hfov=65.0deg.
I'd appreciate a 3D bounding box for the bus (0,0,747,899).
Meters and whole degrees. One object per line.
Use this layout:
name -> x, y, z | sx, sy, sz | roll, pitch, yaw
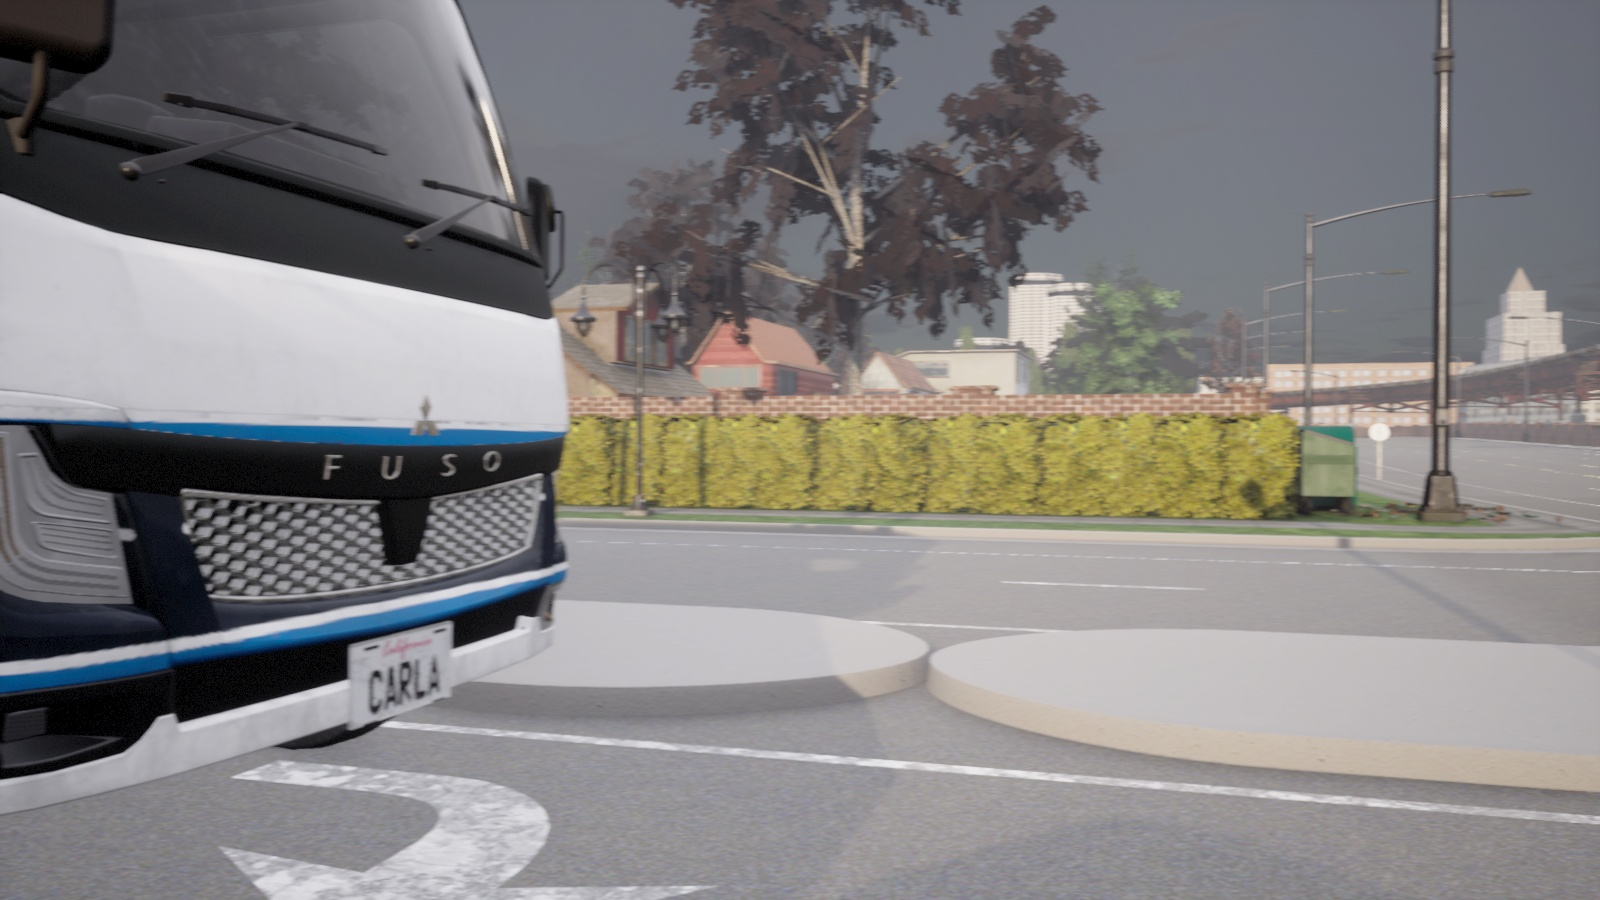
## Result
bus -> -5.740, -0.664, 5.662 | 10.273, 4.253, 3.944 | 0, 0, 16
